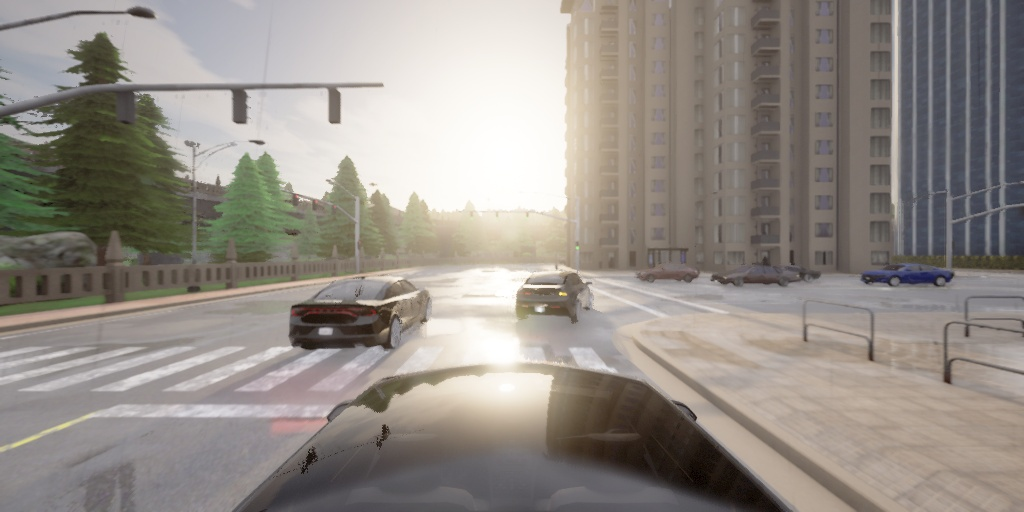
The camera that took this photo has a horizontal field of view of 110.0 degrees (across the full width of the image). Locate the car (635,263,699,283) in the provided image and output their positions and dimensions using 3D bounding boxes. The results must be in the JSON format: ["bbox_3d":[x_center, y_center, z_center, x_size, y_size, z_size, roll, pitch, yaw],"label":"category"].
[{"bbox_3d":[11.970,1.298,27.819,4.674,1.442,1.812,0,0,0],"label":"car"}]

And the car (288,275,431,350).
[{"bbox_3d":[-3.402,1.217,9.036,1.882,1.535,5.008,0,0,0],"label":"car"}]

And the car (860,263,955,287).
[{"bbox_3d":[26.760,1.259,24.491,5.008,1.535,1.882,0,0,-1],"label":"car"}]

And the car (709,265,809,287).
[{"bbox_3d":[16.501,1.326,24.376,5.357,1.411,2.033,0,0,-1],"label":"car"}]

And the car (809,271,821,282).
[{"bbox_3d":[21.036,1.376,27.931,4.718,1.301,1.895,0,0,-1],"label":"car"}]

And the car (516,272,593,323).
[{"bbox_3d":[1.571,1.260,12.256,1.837,1.490,4.892,-1,-1,19],"label":"car"}]
